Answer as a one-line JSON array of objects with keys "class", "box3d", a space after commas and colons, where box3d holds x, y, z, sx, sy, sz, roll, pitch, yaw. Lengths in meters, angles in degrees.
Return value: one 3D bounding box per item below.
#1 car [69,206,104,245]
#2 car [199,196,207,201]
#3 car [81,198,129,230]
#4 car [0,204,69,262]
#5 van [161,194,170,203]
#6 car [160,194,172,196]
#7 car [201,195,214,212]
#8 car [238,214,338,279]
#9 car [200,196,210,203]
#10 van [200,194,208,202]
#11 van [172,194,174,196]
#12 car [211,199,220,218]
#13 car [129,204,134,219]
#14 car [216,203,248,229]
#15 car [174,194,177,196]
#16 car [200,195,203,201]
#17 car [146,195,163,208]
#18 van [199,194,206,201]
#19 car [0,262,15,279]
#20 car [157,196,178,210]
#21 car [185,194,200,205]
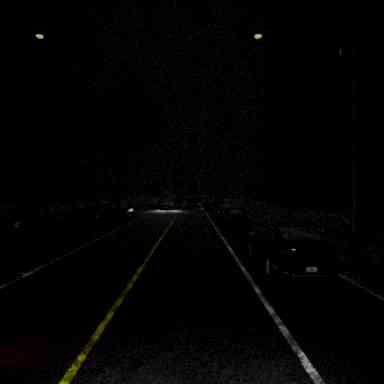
[{"class": "car", "box3d": [-5.763, 1.572, 15.521, 1.947, 1.339, 4.313, 0, 0, 0]}, {"class": "car", "box3d": [2.762, 1.612, 83.659, 1.887, 1.381, 4.507, 0, 0, 0]}, {"class": "car", "box3d": [-5.763, 1.324, 21.198, 2.192, 1.841, 5.009, 0, 0, 0]}, {"class": "car", "box3d": [-5.763, 1.319, 9.844, 2.192, 1.841, 5.009, 0, 0, 0]}, {"class": "van", "box3d": [-5.763, 1.394, 72.295, 1.690, 1.788, 3.998, 0, 0, 0]}, {"class": "car", "box3d": [-5.763, 1.362, 66.617, 2.192, 1.841, 5.009, 0, 0, 0]}, {"class": "car", "box3d": [2.361, 1.499, 39.294, 1.882, 1.535, 5.008, 0, 0, 0]}, {"class": "car", "box3d": [2.762, 1.555, 9.850, 2.008, 1.369, 4.403, 0, 0, 0]}, {"class": "car", "box3d": [2.762, 1.605, 72.304, 2.008, 1.369, 4.403, 0, 0, 0]}, {"class": "van", "box3d": [2.762, 1.401, 77.982, 1.690, 1.788, 3.998, 0, 0, 0]}, {"class": "van", "box3d": [-5.763, 1.401, 77.972, 1.690, 1.788, 3.998, 0, 0, 0]}, {"class": "car", "box3d": [2.762, 1.538, 27.053, 1.752, 1.417, 4.829, 0, 0, 0]}, {"class": "car", "box3d": [-5.763, 1.563, 26.875, 2.008, 1.369, 4.403, 0, 0, 0]}, {"class": "car", "box3d": [2.762, 1.591, 21.205, 1.802, 1.307, 4.206, 0, 0, 0]}, {"class": "car", "box3d": [-5.763, 1.656, 89.327, 1.802, 1.307, 4.206, 0, 0, 0]}, {"class": "car", "box3d": [2.762, 1.587, 55.271, 2.008, 1.369, 4.403, 0, 0, 0]}, {"class": "car", "box3d": [-5.763, 1.556, 49.415, 1.752, 1.417, 4.829, 0, 0, 0]}, {"class": "van", "box3d": [2.762, 1.415, 89.337, 1.690, 1.788, 3.998, 0, 0, 0]}, {"class": "car", "box3d": [-3.099, 1.548, 1.212, 2.033, 1.411, 5.357, 0, 0, 0]}, {"class": "car", "box3d": [-3.088, 1.550, 42.713, 1.812, 1.442, 4.674, 0, 0, 0]}, {"class": "car", "box3d": [0.006, 1.545, 59.649, 1.837, 1.490, 4.892, 0, 0, 0]}]
